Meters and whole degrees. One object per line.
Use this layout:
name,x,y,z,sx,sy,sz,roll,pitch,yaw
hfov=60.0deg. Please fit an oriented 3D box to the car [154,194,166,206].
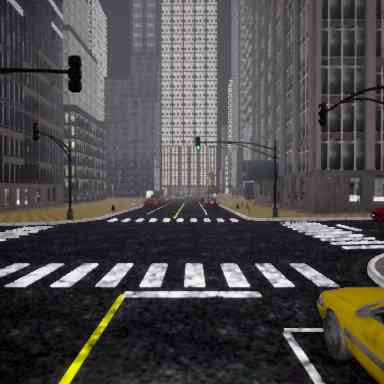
car,-5.700,1.308,52.004,2.192,1.841,5.009,-1,0,0

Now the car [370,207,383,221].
car,14.251,1.253,22.042,4.507,1.381,1.887,-1,1,0

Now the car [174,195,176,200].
car,-5.698,1.576,85.361,1.802,1.307,4.206,-1,0,0

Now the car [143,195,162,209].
car,-5.698,1.538,46.444,1.887,1.381,4.507,-1,0,0

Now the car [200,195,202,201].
car,2.682,1.518,52.173,1.752,1.417,4.829,-1,0,0

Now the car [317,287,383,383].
car,2.682,1.522,3.087,1.752,1.417,4.829,-1,0,0

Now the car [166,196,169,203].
car,-5.700,1.308,57.564,2.192,1.841,5.009,-1,0,0

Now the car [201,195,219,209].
car,2.681,1.433,46.443,1.967,1.590,4.097,-1,0,0

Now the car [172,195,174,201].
car,-5.698,1.538,74.241,1.887,1.381,4.507,-1,0,0

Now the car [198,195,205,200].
car,2.682,1.520,91.090,1.752,1.417,4.829,-1,0,0

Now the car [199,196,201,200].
car,2.683,1.576,79.801,1.802,1.307,4.206,-1,0,0

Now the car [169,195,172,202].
car,-5.699,1.519,68.512,1.752,1.417,4.829,-1,0,0
